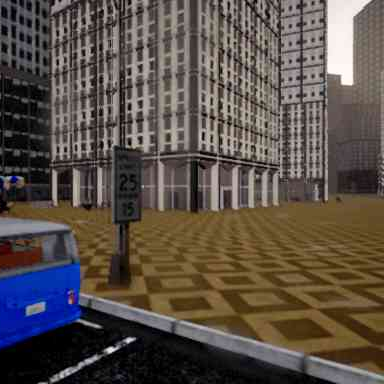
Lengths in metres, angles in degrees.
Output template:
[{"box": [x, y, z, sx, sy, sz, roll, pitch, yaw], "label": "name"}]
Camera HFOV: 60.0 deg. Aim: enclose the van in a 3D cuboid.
[{"box": [-3.593, 1.293, 5.431, 3.998, 1.788, 1.690, 0, 0, 34], "label": "van"}]
